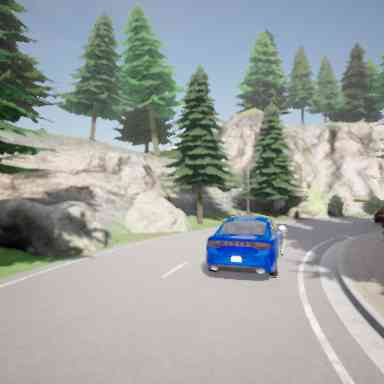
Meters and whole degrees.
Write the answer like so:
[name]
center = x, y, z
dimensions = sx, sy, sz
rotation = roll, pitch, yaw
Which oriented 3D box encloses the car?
[car]
center = 1.859, 1.502, 10.549
dimensions = 1.882, 1.535, 5.008
rotation = 0, 0, 18
